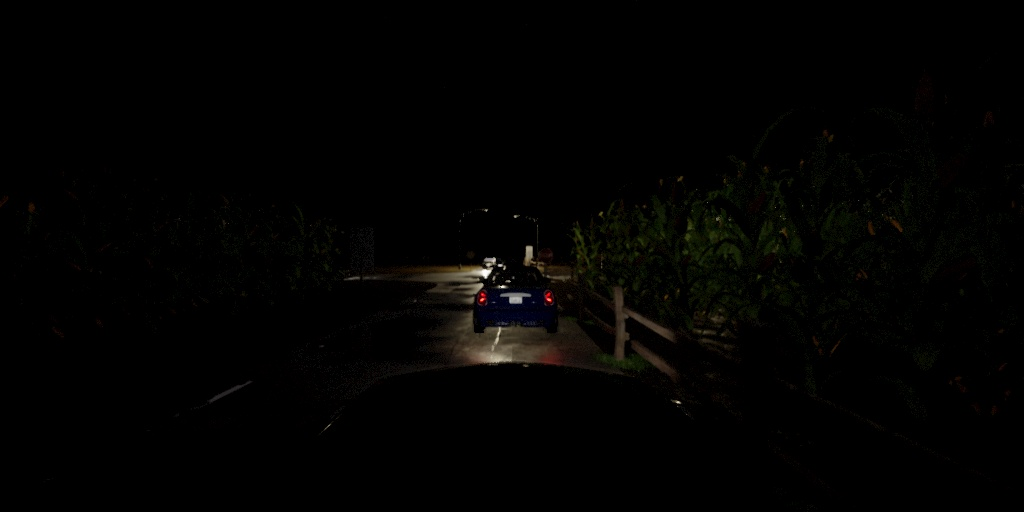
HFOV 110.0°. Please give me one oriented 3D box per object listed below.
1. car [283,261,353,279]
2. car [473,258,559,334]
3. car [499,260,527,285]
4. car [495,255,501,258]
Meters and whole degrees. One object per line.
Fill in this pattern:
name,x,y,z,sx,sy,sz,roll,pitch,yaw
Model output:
car,-16.463,1.171,30.408,5.357,1.411,2.033,0,1,-1
car,0.092,1.051,10.578,2.097,1.767,4.553,0,0,0
car,0.087,1.118,25.928,1.837,1.490,4.892,0,1,0
car,-2.865,0.963,46.842,2.128,1.511,4.902,0,0,0
